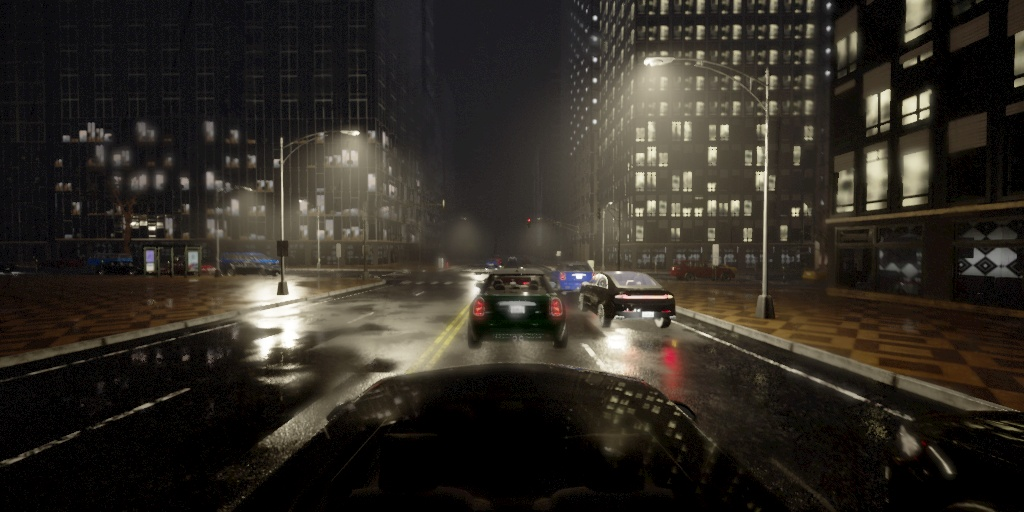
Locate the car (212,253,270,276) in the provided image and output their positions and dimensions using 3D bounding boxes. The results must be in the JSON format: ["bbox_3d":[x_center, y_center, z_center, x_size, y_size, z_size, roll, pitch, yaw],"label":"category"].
[{"bbox_3d":[-24.655,0.760,34.107,5.566,2.045,2.150,1,1,1],"label":"car"}]

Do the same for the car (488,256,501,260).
[{"bbox_3d":[-3.254,1.221,58.338,1.812,1.442,4.674,0,0,0],"label":"car"}]

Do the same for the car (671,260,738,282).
[{"bbox_3d":[16.232,1.262,30.785,5.009,1.841,2.192,0,0,1],"label":"car"}]

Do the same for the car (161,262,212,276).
[{"bbox_3d":[-28.376,1.132,31.504,4.207,1.307,1.802,0,0,1],"label":"car"}]

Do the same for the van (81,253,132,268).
[{"bbox_3d":[-45.237,0.597,40.360,3.998,1.789,1.690,0,0,1],"label":"van"}]

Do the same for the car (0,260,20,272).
[{"bbox_3d":[-51.373,0.842,34.766,5.357,1.411,2.033,1,1,2],"label":"car"}]

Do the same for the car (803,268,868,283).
[{"bbox_3d":[27.680,1.572,30.573,4.829,1.417,1.751,0,0,1],"label":"car"}]

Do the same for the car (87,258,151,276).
[{"bbox_3d":[-34.057,1.063,31.685,4.313,1.339,1.948,0,0,1],"label":"car"}]

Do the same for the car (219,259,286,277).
[{"bbox_3d":[-22.692,1.168,31.364,4.313,1.339,1.948,0,0,1],"label":"car"}]

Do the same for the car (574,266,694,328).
[{"bbox_3d":[3.363,1.235,11.294,2.128,1.511,4.902,0,0,0],"label":"car"}]

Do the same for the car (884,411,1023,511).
[{"bbox_3d":[3.344,1.243,0.286,2.128,1.511,4.902,0,0,0],"label":"car"}]

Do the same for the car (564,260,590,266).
[{"bbox_3d":[3.375,1.088,20.136,2.097,1.767,4.553,0,0,0],"label":"car"}]

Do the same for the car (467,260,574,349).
[{"bbox_3d":[0.111,1.097,9.320,2.097,1.767,4.553,0,0,0],"label":"car"}]
